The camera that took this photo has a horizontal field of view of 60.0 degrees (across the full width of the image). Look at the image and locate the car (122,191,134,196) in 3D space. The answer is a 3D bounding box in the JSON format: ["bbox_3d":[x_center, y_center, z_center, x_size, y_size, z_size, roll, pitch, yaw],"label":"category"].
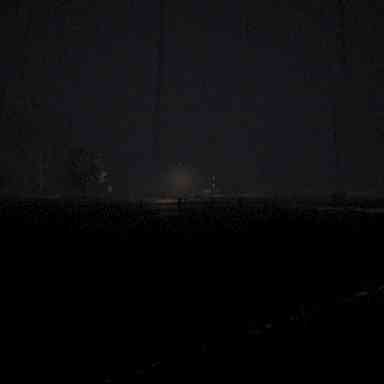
[{"bbox_3d":[-18.101,0.375,93.640,1.837,1.490,4.892,-1,1,-35],"label":"car"}]
